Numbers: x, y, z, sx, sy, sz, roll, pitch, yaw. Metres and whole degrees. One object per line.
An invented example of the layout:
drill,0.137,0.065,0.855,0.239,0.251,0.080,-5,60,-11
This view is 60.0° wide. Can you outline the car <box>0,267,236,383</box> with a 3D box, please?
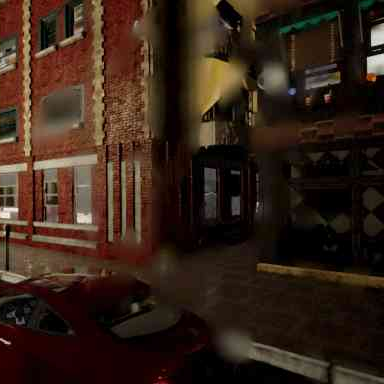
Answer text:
car,-1.515,1.583,3.934,4.206,1.307,1.802,0,-1,36
